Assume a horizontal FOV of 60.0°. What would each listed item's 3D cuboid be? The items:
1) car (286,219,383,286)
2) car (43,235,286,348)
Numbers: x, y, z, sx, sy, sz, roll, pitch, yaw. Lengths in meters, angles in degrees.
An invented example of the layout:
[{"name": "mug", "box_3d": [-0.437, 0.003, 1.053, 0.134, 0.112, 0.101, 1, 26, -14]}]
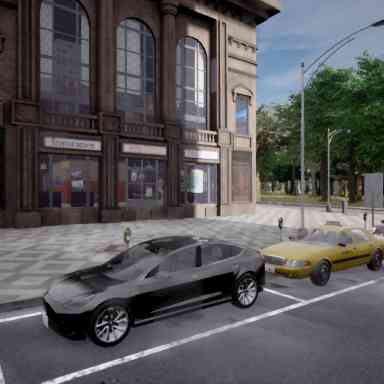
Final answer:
[{"name": "car", "box_3d": [3.829, 1.526, 9.384, 4.829, 1.417, 1.752, 0, 0, -36]}, {"name": "car", "box_3d": [-0.459, 1.566, 6.324, 4.313, 1.339, 1.947, 0, 0, -36]}]
